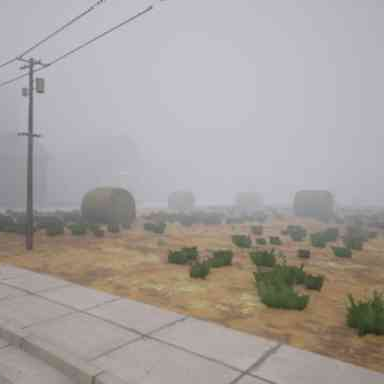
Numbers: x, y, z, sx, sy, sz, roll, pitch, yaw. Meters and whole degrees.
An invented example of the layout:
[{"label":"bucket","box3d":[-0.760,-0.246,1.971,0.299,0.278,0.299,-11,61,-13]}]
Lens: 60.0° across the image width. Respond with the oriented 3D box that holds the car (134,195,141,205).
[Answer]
[{"label":"car","box3d":[-11.286,1.549,67.748,1.905,1.878,3.866,6,1,-6]}]
